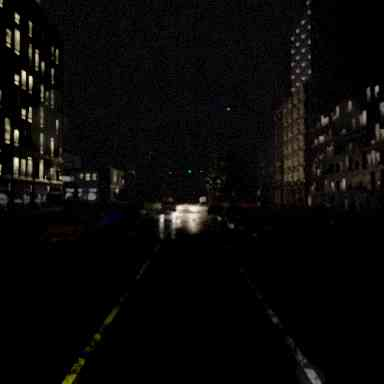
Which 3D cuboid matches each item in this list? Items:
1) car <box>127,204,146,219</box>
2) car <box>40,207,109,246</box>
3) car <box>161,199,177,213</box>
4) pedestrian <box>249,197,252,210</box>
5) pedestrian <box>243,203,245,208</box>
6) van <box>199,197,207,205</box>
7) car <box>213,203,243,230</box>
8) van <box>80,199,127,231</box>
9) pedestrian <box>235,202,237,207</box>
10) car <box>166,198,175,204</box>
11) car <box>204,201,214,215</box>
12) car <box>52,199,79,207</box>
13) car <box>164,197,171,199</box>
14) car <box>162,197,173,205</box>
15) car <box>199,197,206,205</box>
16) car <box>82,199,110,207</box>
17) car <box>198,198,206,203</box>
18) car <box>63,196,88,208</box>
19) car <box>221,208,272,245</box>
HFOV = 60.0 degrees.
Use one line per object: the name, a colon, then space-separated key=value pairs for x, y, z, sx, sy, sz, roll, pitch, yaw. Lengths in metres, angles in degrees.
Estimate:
car: x=-5.678 y=1.893 z=32.986 sx=1.947 sy=1.339 sz=4.313 roll=0 pitch=-1 yaw=0
car: x=-5.682 y=1.687 z=16.199 sx=1.752 sy=1.417 sz=4.829 roll=0 pitch=-1 yaw=0
car: x=-2.991 y=1.967 z=44.101 sx=1.812 sy=1.442 sz=4.674 roll=0 pitch=-1 yaw=0
pedestrian: x=8.147 y=1.624 z=46.097 sx=0.375 sy=1.860 sz=0.375 roll=0 pitch=-1 yaw=0
pedestrian: x=7.147 y=1.981 z=45.492 sx=0.500 sy=1.100 sz=0.500 roll=0 pitch=-1 yaw=0
van: x=2.714 y=2.155 z=82.104 sx=1.690 sy=1.788 sz=3.998 roll=0 pitch=-1 yaw=0
car: x=2.700 y=1.658 z=21.908 sx=1.967 sy=1.590 sz=4.097 roll=0 pitch=-1 yaw=0
van: x=-5.680 y=1.559 z=21.910 sx=1.690 sy=1.788 sz=3.998 roll=0 pitch=-1 yaw=0
pedestrian: x=6.147 y=1.985 z=46.693 sx=0.500 sy=1.100 sz=0.500 roll=0 pitch=-1 yaw=0
car: x=-5.666 y=2.420 z=87.652 sx=2.008 sy=1.369 sz=4.403 roll=0 pitch=-1 yaw=0
car: x=2.703 y=1.948 z=38.523 sx=1.947 sy=1.339 sz=4.313 roll=0 pitch=-1 yaw=0
car: x=-22.799 y=1.932 z=59.931 sx=4.206 sy=1.307 sz=1.802 roll=1 pitch=-2 yaw=-1
car: x=-5.670 y=2.286 z=70.999 sx=1.802 sy=1.307 sz=4.206 roll=0 pitch=-1 yaw=0
car: x=-5.667 y=2.074 z=76.553 sx=2.192 sy=1.841 sz=5.009 roll=0 pitch=-1 yaw=0
car: x=2.712 y=2.286 z=76.721 sx=1.752 sy=1.417 sz=4.829 roll=0 pitch=-1 yaw=0
car: x=-17.254 y=1.964 z=60.008 sx=4.507 sy=1.381 sz=1.887 roll=1 pitch=-2 yaw=-1
car: x=2.715 y=2.475 z=93.203 sx=2.008 sy=1.369 sz=4.403 roll=0 pitch=-1 yaw=0
car: x=-17.135 y=1.611 z=51.636 sx=5.009 sy=1.841 sz=2.192 roll=1 pitch=-2 yaw=-1
car: x=2.698 y=1.708 z=16.368 sx=1.887 sy=1.381 sz=4.507 roll=0 pitch=-1 yaw=0
